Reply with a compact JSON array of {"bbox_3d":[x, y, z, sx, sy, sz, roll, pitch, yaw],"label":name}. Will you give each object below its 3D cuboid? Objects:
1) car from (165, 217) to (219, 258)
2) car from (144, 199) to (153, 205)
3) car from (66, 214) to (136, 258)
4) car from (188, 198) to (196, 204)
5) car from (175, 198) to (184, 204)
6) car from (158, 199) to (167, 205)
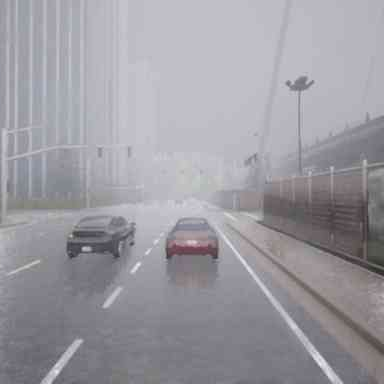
[{"bbox_3d":[0.015,1.715,13.430,1.994,1.385,4.181,0,-1,0],"label":"car"},{"bbox_3d":[-10.515,2.416,80.282,2.128,1.511,4.902,0,-1,0],"label":"car"},{"bbox_3d":[-3.486,1.658,13.479,1.837,1.490,4.892,0,0,0],"label":"car"},{"bbox_3d":[-0.016,2.486,87.208,1.812,1.442,4.674,0,-1,0],"label":"car"},{"bbox_3d":[-3.516,2.459,86.894,1.837,1.490,4.892,0,-1,0],"label":"car"},{"bbox_3d":[-7.015,2.431,80.282,2.033,1.411,5.357,0,-1,0],"label":"car"}]
